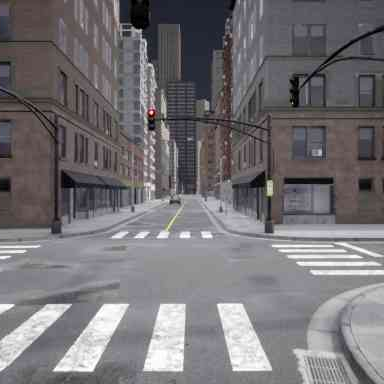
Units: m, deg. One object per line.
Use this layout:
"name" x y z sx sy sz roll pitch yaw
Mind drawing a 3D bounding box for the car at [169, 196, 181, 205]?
"car" -2.987 1.457 59.698 1.882 1.535 5.008 0 0 0
